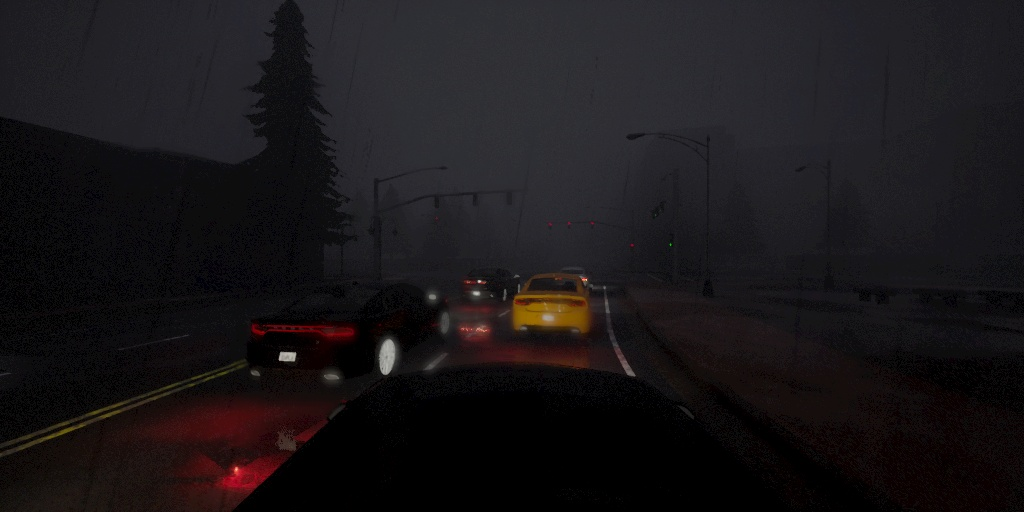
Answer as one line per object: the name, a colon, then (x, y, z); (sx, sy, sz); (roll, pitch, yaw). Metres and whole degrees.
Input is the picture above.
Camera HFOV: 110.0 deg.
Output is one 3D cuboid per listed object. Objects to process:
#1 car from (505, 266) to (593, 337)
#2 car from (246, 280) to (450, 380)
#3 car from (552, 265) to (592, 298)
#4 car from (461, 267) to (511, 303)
car: (1.301, 1.228, 10.398); (1.882, 1.535, 5.008); (0, 0, 11)
car: (-2.764, 1.228, 7.368); (1.882, 1.535, 5.008); (0, 0, 7)
car: (3.370, 1.274, 19.428); (1.812, 1.442, 4.674); (0, 0, 14)
car: (-0.859, 1.255, 16.672); (1.837, 1.490, 4.892); (0, 0, 13)
